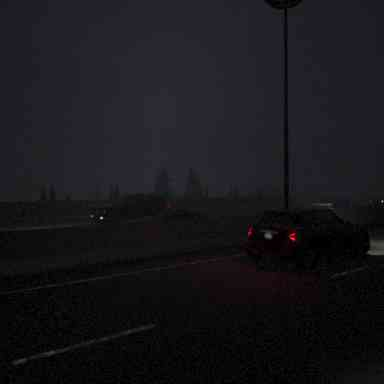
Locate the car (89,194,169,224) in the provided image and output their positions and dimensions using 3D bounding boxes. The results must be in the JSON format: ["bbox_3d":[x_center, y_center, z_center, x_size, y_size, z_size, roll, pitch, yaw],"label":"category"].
[{"bbox_3d":[-4.110,1.159,22.701,5.566,2.045,2.150,0,0,-37],"label":"car"}]

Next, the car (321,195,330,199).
[{"bbox_3d":[22.551,1.243,55.407,1.994,1.385,4.181,0,0,26],"label":"car"}]

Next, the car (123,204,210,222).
[{"bbox_3d":[-0.906,1.508,16.424,4.181,1.385,1.994,0,0,-37],"label":"car"}]

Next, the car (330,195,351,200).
[{"bbox_3d":[19.663,1.304,43.142,1.994,1.385,4.181,0,0,33],"label":"car"}]

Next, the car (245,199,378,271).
[{"bbox_3d":[3.917,1.292,10.982,4.553,1.767,2.097,0,0,-37],"label":"car"}]

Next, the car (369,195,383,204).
[{"bbox_3d":[26.206,1.168,47.224,1.882,1.535,5.008,0,0,29],"label":"car"}]
